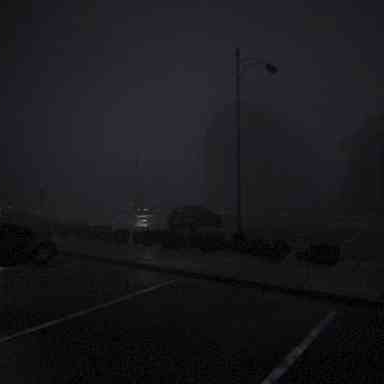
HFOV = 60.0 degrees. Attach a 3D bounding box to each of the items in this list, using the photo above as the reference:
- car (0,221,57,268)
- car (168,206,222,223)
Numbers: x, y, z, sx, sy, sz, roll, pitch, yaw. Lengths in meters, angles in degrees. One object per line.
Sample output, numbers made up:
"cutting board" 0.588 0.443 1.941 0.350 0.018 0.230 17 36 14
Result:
"car" -6.220 1.617 10.001 1.784 1.438 3.905 -1 0 36
"car" 0.241 1.612 21.190 1.816 1.474 4.193 -1 0 36
